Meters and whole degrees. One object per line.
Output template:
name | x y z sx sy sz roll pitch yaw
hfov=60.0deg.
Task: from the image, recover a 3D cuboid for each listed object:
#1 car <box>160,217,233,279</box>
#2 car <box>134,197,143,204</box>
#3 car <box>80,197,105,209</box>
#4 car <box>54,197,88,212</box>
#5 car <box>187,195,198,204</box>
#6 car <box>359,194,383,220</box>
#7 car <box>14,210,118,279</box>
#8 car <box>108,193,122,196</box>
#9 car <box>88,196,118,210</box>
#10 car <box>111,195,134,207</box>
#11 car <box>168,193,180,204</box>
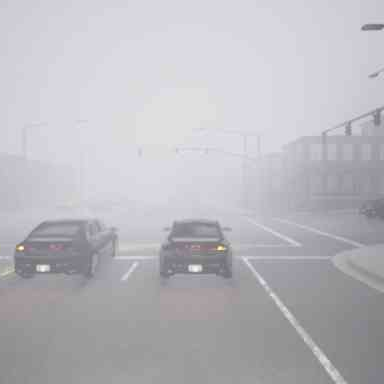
car | 0.152 1.504 10.049 1.837 1.490 4.892 0 0 2
car | -10.501 1.591 62.037 1.895 1.301 4.718 0 0 1
car | -14.073 1.484 47.526 2.128 1.511 4.902 0 0 0
car | -14.096 1.346 38.381 2.097 1.767 4.553 0 0 0
car | 0.026 1.343 64.160 2.097 1.767 4.553 0 0 0
car | 14.831 0.762 23.530 5.566 2.045 2.150 -5 0 0
car | -3.509 1.503 10.070 1.837 1.490 4.892 0 0 -2
car | -14.009 1.213 60.094 2.150 2.045 5.566 0 0 1
car | -10.620 1.541 39.555 2.033 1.411 5.357 0 0 -2
car | -10.574 1.540 50.037 2.033 1.411 5.357 0 0 0
car | -3.474 1.212 64.217 2.150 2.045 5.566 0 0 0
